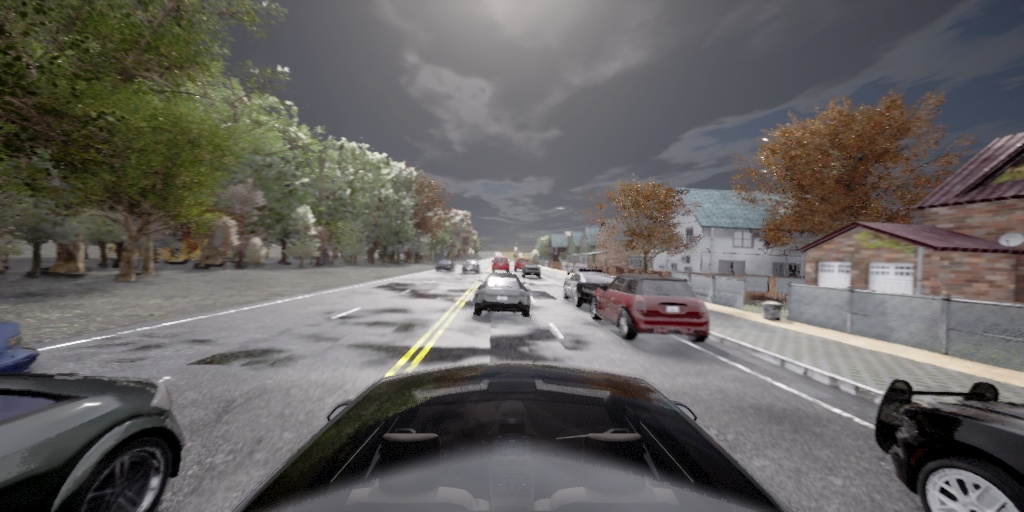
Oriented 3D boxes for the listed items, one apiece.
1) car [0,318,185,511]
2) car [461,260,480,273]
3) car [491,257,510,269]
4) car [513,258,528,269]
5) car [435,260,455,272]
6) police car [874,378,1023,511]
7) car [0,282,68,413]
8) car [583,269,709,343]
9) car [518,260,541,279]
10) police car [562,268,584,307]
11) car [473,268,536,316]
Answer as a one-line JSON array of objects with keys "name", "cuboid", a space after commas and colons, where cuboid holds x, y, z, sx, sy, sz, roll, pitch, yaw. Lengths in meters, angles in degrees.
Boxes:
[{"name": "car", "cuboid": [-3.398, 1.162, 0.924, 1.994, 1.385, 4.181, 2, 0, -2]}, {"name": "car", "cuboid": [-4.750, 1.250, 41.741, 2.128, 1.511, 4.902, 2, 0, -2]}, {"name": "car", "cuboid": [-1.426, 1.140, 45.092, 2.150, 2.045, 5.566, 2, 0, -2]}, {"name": "car", "cuboid": [1.427, 1.304, 53.926, 2.150, 2.045, 5.566, 2, 0, -2]}, {"name": "car", "cuboid": [-8.062, 1.174, 43.722, 2.033, 1.411, 5.357, 2, 0, -1]}, {"name": "police car", "cuboid": [4.177, 1.350, 1.015, 1.930, 1.638, 5.238, 2, 0, -2]}, {"name": "car", "cuboid": [-6.680, 1.011, 1.912, 2.033, 1.411, 5.357, 2, 0, -2]}, {"name": "car", "cuboid": [3.847, 1.321, 10.870, 2.097, 1.767, 4.553, 2, 0, -2]}, {"name": "car", "cuboid": [1.985, 1.538, 38.089, 1.837, 1.490, 4.892, 2, 0, -1]}, {"name": "police car", "cuboid": [3.637, 1.421, 17.005, 1.930, 1.638, 5.238, 2, 0, -2]}, {"name": "car", "cuboid": [-0.386, 1.368, 13.808, 1.994, 1.385, 4.181, 2, 0, -2]}]
